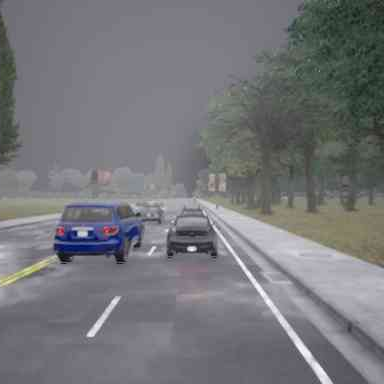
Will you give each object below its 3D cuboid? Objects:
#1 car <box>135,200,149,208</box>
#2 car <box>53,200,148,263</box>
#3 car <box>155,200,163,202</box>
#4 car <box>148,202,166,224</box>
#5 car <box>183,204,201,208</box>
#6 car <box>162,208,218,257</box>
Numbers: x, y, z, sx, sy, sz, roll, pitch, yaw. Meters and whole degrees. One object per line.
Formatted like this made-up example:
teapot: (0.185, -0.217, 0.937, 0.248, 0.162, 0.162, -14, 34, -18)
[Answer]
car: (-9.797, 2.288, 65.354, 2.033, 1.411, 5.357, 0, -1, 0)
car: (-3.247, 1.355, 12.600, 2.150, 2.045, 5.566, 0, 0, 0)
car: (-6.552, 2.268, 65.357, 1.812, 1.442, 4.674, 0, -1, 0)
car: (-3.257, 1.841, 27.517, 2.033, 1.411, 5.357, 0, -1, 0)
car: (0.006, 1.797, 28.510, 2.128, 1.511, 4.902, 0, -1, 1)
car: (0.015, 1.647, 13.496, 1.837, 1.490, 4.892, 0, 0, 0)
